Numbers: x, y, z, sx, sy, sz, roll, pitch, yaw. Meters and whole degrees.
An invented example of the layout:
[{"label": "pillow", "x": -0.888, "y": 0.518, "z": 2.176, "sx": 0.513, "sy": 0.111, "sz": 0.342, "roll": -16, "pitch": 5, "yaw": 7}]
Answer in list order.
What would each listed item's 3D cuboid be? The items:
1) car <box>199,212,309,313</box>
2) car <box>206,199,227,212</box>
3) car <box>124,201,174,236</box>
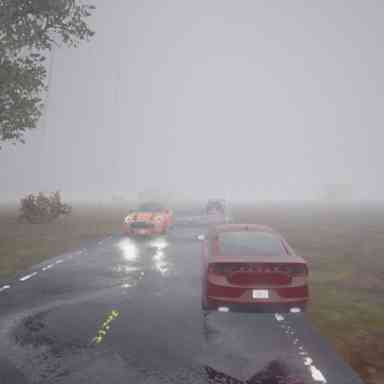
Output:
[{"label": "car", "x": 1.170, "y": 1.477, "z": 7.782, "sx": 1.882, "sy": 1.535, "sz": 5.008, "roll": 0, "pitch": 0, "yaw": 2}, {"label": "car", "x": 2.579, "y": 1.488, "z": 36.605, "sx": 1.837, "sy": 1.490, "sz": 4.892, "roll": 0, "pitch": 0, "yaw": 8}, {"label": "car", "x": -2.266, "y": 1.347, "z": 18.451, "sx": 2.097, "sy": 1.767, "sz": 4.553, "roll": 0, "pitch": 0, "yaw": 4}]
